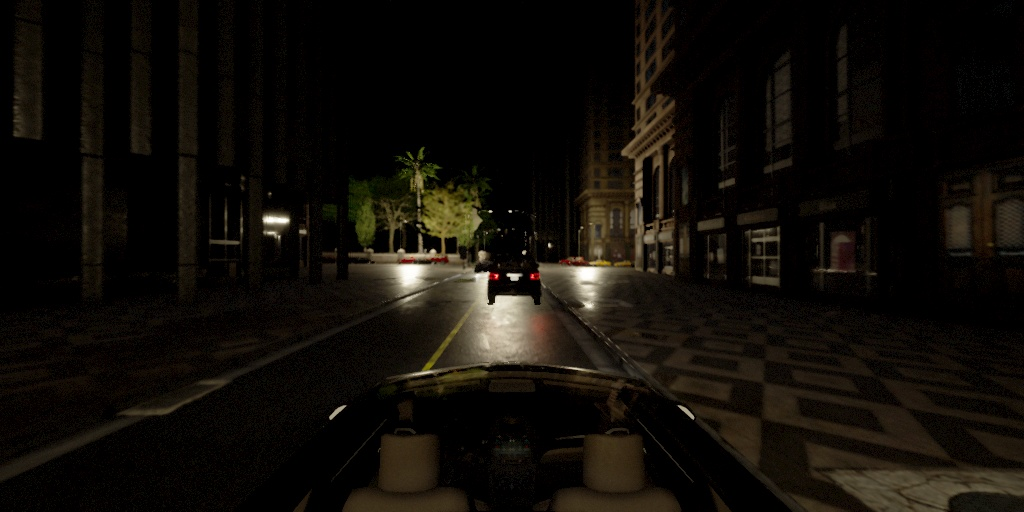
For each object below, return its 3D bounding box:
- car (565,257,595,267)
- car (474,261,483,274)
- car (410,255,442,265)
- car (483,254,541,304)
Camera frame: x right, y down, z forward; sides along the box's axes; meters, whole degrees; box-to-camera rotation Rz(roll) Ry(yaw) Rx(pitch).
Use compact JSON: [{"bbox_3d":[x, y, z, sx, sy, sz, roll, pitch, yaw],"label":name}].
[{"bbox_3d":[11.824,1.253,62.681,4.097,1.591,1.967,0,0,0],"label":"car"},{"bbox_3d":[-3.017,1.218,39.183,2.033,1.411,5.357,0,0,0],"label":"car"},{"bbox_3d":[-15.013,0.981,62.749,4.403,1.370,2.007,0,0,0],"label":"car"},{"bbox_3d":[0.094,0.940,16.137,2.150,2.045,5.566,0,0,0],"label":"car"}]
